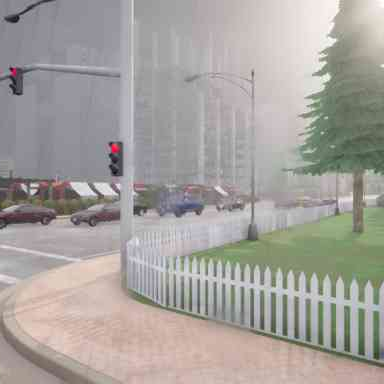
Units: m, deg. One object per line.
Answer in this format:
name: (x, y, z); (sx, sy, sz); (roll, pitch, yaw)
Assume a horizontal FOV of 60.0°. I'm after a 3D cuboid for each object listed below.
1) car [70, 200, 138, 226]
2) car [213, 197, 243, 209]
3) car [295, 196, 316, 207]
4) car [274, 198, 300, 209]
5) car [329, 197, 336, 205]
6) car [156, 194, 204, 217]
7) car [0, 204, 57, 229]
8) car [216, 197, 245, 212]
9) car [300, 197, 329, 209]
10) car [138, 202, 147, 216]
car: (-6.273, 1.526, 23.426); (1.812, 1.442, 4.674); (0, 0, 34)
car: (5.173, 1.491, 46.670); (2.128, 1.511, 4.902); (0, 0, 34)
car: (18.260, 1.478, 53.308); (1.882, 1.535, 5.008); (0, 0, 34)
car: (12.774, 1.547, 45.155); (2.033, 1.411, 5.357); (0, 0, 34)
car: (21.092, 1.526, 51.247); (1.812, 1.442, 4.674); (0, 0, 34)
car: (-0.967, 1.221, 31.349); (2.150, 2.045, 5.566); (0, 0, 34)
car: (-11.387, 1.526, 22.133); (1.812, 1.442, 4.674); (0, 0, 36)
car: (4.663, 1.491, 39.692); (2.128, 1.511, 4.902); (0, 0, 34)
car: (16.226, 1.564, 44.019); (1.994, 1.385, 4.181); (0, 0, 34)
car: (-6.172, 1.478, 29.882); (1.882, 1.535, 5.008); (0, 0, 34)
